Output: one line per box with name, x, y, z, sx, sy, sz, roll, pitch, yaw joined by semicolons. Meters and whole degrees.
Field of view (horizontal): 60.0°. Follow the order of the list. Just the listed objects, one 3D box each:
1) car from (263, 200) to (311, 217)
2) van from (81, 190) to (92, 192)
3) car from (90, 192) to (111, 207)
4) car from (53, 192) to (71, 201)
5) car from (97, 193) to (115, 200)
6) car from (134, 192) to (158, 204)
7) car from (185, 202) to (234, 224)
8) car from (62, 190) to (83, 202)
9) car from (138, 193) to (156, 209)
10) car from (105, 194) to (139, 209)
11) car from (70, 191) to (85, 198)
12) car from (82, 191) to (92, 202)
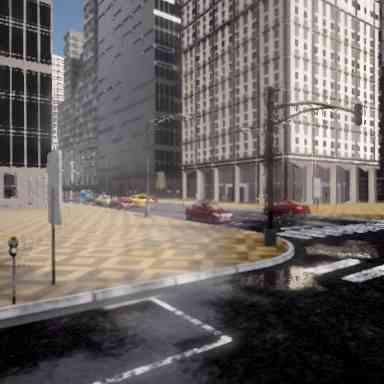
car;7.720;1.318;27.283;1.802;1.307;4.206;0;0;-32
van;-23.177;0.458;72.836;1.690;1.788;3.998;0;0;-37
car;-10.672;1.057;41.140;1.752;1.417;4.829;0;0;-33
car;-23.276;0.802;59.457;1.752;1.417;4.829;0;0;-36
car;-16.628;0.806;63.958;1.947;1.339;4.313;0;0;-36
car;-7.054;0.866;50.460;1.967;1.590;4.097;0;0;-34
car;1.076;1.363;22.626;1.802;1.307;4.206;0;0;-32
car;-20.145;0.883;55.070;1.887;1.381;4.507;0;0;-35
car;-5.869;1.051;38.473;1.882;1.535;5.008;0;1;-33
car;-7.746;1.174;36.628;1.802;1.307;4.206;0;0;-32
car;-26.536;0.600;77.227;1.887;1.381;4.507;0;0;-38
car;-15.536;0.975;53.194;1.994;1.385;4.181;0;1;-35
